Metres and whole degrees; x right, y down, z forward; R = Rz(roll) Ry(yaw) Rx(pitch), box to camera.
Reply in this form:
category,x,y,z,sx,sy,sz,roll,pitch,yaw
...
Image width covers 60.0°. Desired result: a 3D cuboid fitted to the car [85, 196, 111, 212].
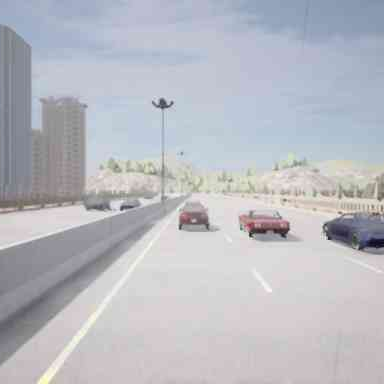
category,x,y,z,sx,sy,sz,roll,pitch,yaw
car,-10.578,1.390,37.753,1.882,1.535,5.008,0,0,0

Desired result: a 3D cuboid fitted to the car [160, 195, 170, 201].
category,x,y,z,sx,sy,sz,roll,pitch,yaw
car,-6.565,1.388,81.086,1.895,1.301,4.718,0,0,2

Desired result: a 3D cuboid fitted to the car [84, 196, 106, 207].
category,x,y,z,sx,sy,sz,roll,pitch,yaw
car,-14.050,1.395,48.374,1.837,1.490,4.892,0,0,0

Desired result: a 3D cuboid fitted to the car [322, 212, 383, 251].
category,x,y,z,sx,sy,sz,roll,pitch,yaw
car,7.105,1.531,13.990,1.994,1.385,4.181,0,0,0

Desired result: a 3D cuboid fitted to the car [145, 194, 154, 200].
category,x,y,z,sx,sy,sz,roll,pitch,yaw
car,-10.123,1.239,79.163,1.994,1.385,4.181,0,0,2

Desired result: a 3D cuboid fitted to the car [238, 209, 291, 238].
category,x,y,z,sx,sy,sz,roll,pitch,yaw
car,3.605,1.560,17.525,1.895,1.301,4.718,0,0,0

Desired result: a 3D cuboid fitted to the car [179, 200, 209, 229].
category,x,y,z,sx,sy,sz,roll,pitch,yaw
car,0.120,1.476,21.221,1.812,1.442,4.674,0,0,0

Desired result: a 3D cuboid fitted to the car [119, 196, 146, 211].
category,x,y,z,sx,sy,sz,roll,pitch,yaw
car,-7.078,1.457,38.857,2.033,1.411,5.357,0,0,0
